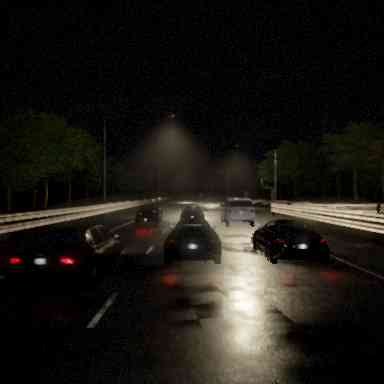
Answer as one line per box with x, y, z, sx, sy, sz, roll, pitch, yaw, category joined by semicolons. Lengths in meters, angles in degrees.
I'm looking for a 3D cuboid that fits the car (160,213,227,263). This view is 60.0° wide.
0.042;1.725;12.581;1.994;1.385;4.181;0;-1;1;car

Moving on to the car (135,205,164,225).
-3.466;1.838;27.350;1.837;1.490;4.892;0;0;0;car

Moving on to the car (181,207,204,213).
0.037;1.898;27.436;1.994;1.385;4.181;0;0;0;car

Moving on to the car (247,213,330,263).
3.543;1.724;12.588;1.994;1.385;4.181;0;-1;0;car

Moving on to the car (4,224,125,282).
-3.479;1.677;10.167;2.033;1.411;5.357;0;-1;0;car

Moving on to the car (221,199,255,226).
3.523;1.543;26.193;2.150;2.045;5.566;0;0;0;car
